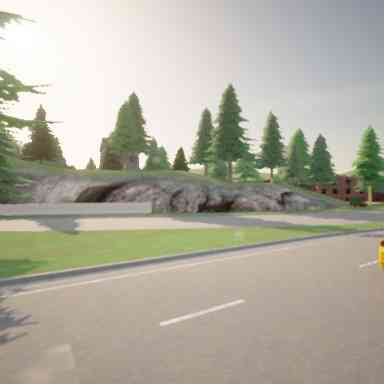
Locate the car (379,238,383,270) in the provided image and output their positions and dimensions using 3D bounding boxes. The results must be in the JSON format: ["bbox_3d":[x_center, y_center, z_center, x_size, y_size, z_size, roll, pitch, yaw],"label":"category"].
[{"bbox_3d":[7.215,1.519,9.467,5.008,1.535,1.882,0,-1,-37],"label":"car"}]
